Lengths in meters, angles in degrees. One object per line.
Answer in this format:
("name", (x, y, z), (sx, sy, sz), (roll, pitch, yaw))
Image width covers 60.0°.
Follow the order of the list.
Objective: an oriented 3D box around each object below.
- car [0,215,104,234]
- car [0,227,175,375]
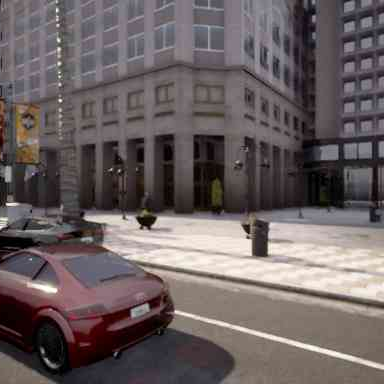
("car", (-5.087, 1.505, 11.374), (4.786, 1.482, 2.161), (0, 0, 35))
("car", (-2.332, 1.560, 5.639), (4.181, 1.385, 1.994), (0, 0, 35))
